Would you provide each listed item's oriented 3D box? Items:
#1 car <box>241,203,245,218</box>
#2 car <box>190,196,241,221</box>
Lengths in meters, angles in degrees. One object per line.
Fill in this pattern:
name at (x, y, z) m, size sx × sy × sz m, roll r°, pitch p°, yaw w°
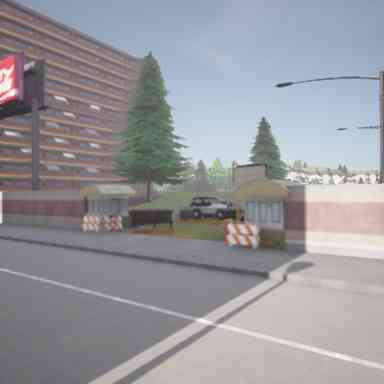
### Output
car at (3.592, 1.491, 29.417) m, size 4.193 × 1.474 × 1.816 m, roll -1°, pitch 0°, yaw 35°
car at (1.653, 1.305, 27.358) m, size 3.866 × 1.878 × 1.905 m, roll -1°, pitch 0°, yaw 35°
